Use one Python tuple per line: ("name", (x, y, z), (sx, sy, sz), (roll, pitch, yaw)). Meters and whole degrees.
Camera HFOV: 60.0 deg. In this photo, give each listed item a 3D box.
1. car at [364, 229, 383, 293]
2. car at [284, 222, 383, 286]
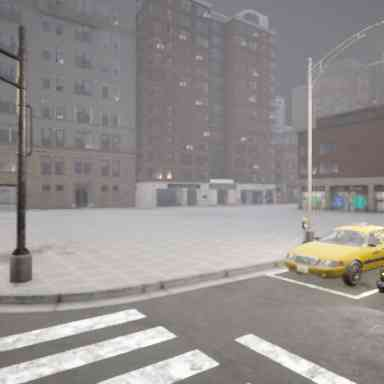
("car", (6.362, 1.578, 7.604), (5.357, 1.411, 2.033), (0, 0, -36))
("car", (4.658, 1.559, 9.508), (4.829, 1.417, 1.752), (0, 0, -35))
